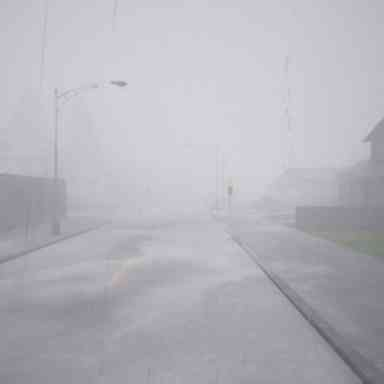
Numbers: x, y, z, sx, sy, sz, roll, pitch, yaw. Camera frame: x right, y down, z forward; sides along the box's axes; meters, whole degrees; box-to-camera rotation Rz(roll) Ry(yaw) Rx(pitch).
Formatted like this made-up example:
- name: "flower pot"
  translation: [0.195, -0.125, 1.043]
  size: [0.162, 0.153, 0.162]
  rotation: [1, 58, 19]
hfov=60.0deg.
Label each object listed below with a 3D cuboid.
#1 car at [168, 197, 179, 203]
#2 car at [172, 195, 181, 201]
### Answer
- name: "car"
  translation: [-3.979, 1.829, 70.254]
  size: [1.812, 1.442, 4.674]
  rotation: [0, 0, 0]
- name: "car"
  translation: [-3.974, 1.463, 85.684]
  size: [2.128, 1.511, 4.902]
  rotation: [0, 0, 0]
